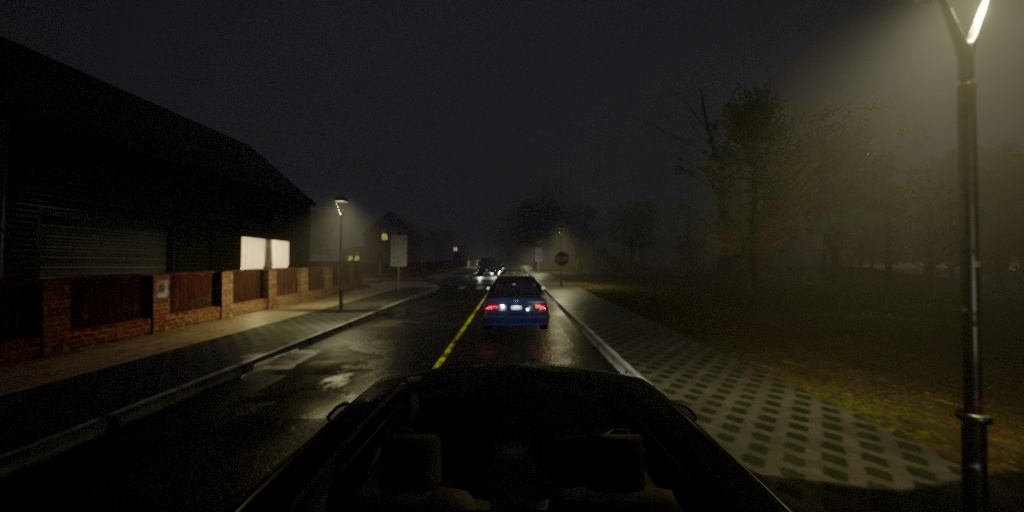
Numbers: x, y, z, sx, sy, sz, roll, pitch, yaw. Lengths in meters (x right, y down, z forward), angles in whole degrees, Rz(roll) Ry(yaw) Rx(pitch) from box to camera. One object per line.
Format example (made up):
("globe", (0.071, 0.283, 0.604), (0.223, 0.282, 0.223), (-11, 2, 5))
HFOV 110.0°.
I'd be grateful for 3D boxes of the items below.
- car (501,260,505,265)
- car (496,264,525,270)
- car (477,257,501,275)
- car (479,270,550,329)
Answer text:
("car", (-2.646, 1.528, 58.070), (2.128, 1.511, 4.902), (0, 0, 1))
("car", (0.150, 1.445, 24.599), (1.895, 1.301, 4.718), (0, 0, 0))
("car", (-2.732, 1.153, 41.662), (2.150, 2.045, 5.566), (0, 0, 0))
("car", (0.117, 1.333, 11.381), (2.033, 1.411, 5.357), (0, 0, 0))
